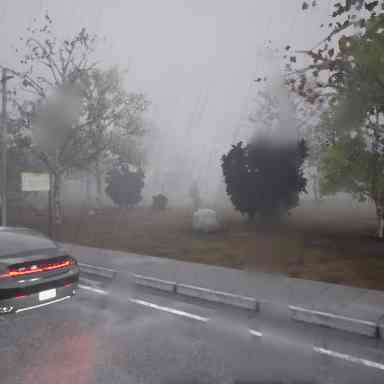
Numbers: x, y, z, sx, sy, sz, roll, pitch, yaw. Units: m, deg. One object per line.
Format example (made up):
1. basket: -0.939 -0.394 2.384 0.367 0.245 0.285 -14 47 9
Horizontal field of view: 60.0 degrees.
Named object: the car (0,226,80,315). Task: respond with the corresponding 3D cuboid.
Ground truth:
1. car: -4.402 1.505 7.135 4.892 1.490 1.837 0 0 37
